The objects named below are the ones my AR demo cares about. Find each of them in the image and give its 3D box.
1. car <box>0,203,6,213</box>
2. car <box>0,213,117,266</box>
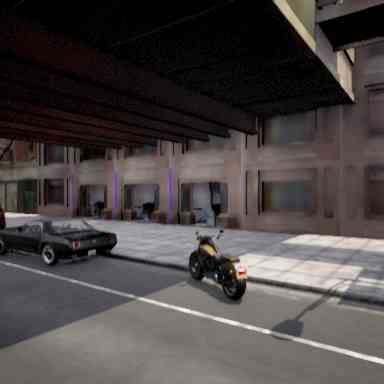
[{"bbox_3d":[-10.865,1.176,15.525,5.566,2.045,2.435,0,0,35],"label":"car"},{"bbox_3d":[-4.817,1.541,11.267,4.718,1.301,1.895,0,0,35],"label":"car"}]
